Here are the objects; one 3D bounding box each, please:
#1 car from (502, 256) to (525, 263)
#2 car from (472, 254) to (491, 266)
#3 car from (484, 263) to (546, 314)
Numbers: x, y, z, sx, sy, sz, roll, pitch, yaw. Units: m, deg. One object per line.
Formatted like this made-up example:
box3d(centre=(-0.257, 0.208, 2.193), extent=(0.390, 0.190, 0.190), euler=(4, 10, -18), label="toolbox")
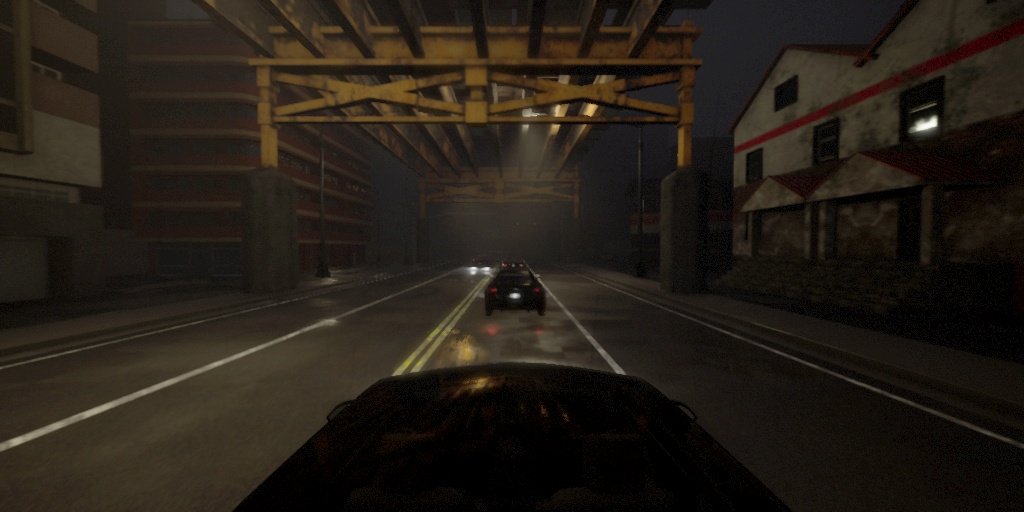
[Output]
box3d(centre=(0.109, 0.705, 30.371), extent=(2.033, 1.411, 5.357), euler=(0, 1, 0), label="car")
box3d(centre=(-3.524, 0.470, 41.652), extent=(1.895, 1.301, 4.718), euler=(0, 1, 1), label="car")
box3d(centre=(0.101, 1.123, 12.700), extent=(1.994, 1.385, 4.181), euler=(0, 1, 0), label="car")
